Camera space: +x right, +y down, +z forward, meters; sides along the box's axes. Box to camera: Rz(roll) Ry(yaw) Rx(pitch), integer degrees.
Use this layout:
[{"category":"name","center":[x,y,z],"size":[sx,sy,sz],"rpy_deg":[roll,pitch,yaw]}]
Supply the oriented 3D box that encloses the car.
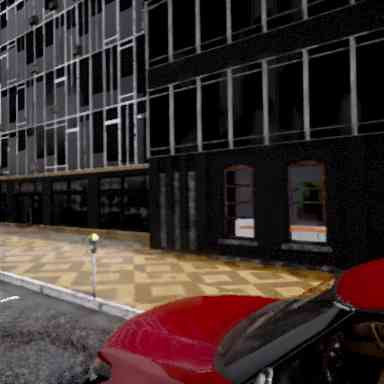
[{"category":"car","center":[1.515,1.315,1.816],"size":[5.009,1.841,2.192],"rpy_deg":[0,-1,36]}]
